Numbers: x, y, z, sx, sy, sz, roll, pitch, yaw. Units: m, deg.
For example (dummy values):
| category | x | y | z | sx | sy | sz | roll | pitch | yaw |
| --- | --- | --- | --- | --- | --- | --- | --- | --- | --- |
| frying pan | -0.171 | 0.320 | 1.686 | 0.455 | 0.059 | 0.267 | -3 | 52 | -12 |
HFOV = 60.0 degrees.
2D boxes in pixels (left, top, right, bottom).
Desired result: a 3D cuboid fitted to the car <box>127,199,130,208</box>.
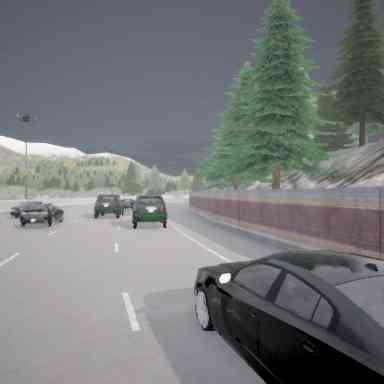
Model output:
| category | x | y | z | sx | sy | sz | roll | pitch | yaw |
| --- | --- | --- | --- | --- | --- | --- | --- | --- | --- |
| car | -8.114 | 1.547 | 42.188 | 2.033 | 1.411 | 5.357 | 0 | 0 | -1 |

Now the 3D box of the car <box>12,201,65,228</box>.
| category | x | y | z | sx | sy | sz | roll | pitch | yaw |
| --- | --- | --- | --- | --- | --- | --- | --- | --- | --- |
| car | -9.942 | 1.492 | 22.392 | 2.128 | 1.511 | 4.902 | 0 | 0 | -9 |

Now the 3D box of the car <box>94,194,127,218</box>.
| category | x | y | z | sx | sy | sz | roll | pitch | yaw |
| --- | --- | --- | --- | --- | --- | --- | --- | --- | --- |
| car | -7.447 | 1.222 | 30.309 | 2.150 | 2.045 | 5.566 | 0 | 0 | -7 |

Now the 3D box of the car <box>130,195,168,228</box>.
| category | x | y | z | sx | sy | sz | roll | pitch | yaw |
| --- | --- | --- | --- | --- | --- | --- | --- | --- | --- |
| car | -2.916 | 1.222 | 22.544 | 2.150 | 2.045 | 5.566 | 0 | 0 | -10 |

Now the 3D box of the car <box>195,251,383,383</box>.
| category | x | y | z | sx | sy | sz | roll | pitch | yaw |
| --- | --- | --- | --- | --- | --- | --- | --- | --- | --- |
| car | 1.535 | 1.477 | 4.111 | 1.882 | 1.535 | 5.008 | 0 | 0 | -18 |
